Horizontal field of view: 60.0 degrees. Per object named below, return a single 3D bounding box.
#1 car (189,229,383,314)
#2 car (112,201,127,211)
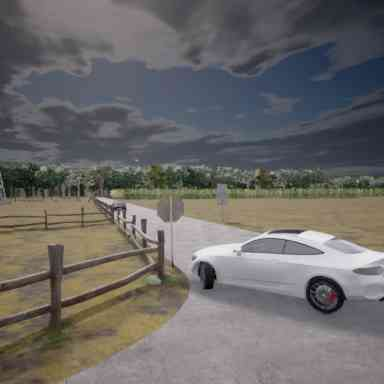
[{"bbox_3d":[2.055,1.618,7.822,4.674,1.442,1.812,-2,0,39],"label":"car"},{"bbox_3d":[-10.894,1.990,49.471,2.033,1.411,5.357,-2,0,-18],"label":"car"}]
